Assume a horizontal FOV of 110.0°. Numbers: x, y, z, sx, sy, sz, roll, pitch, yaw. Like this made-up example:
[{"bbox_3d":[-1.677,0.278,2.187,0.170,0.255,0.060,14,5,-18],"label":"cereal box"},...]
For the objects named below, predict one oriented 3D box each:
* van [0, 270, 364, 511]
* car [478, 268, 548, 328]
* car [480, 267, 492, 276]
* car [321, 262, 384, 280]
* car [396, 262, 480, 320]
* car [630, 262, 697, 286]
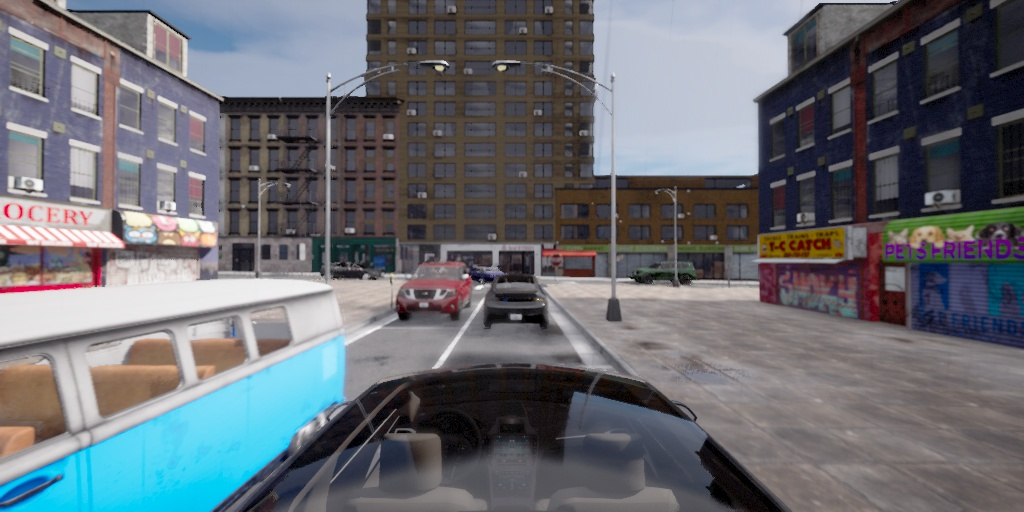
[{"bbox_3d":[-2.639,1.095,2.273,1.690,1.789,3.998,0,0,0],"label":"van"},{"bbox_3d":[0.112,1.333,11.747,1.837,1.490,4.892,0,0,0],"label":"car"},{"bbox_3d":[-2.194,1.536,28.597,1.895,1.301,4.718,1,0,-32],"label":"car"},{"bbox_3d":[-12.865,1.255,29.017,4.892,1.490,1.837,3,-1,0],"label":"car"},{"bbox_3d":[-2.620,1.150,13.162,2.192,1.841,5.009,0,0,0],"label":"car"},{"bbox_3d":[13.478,1.507,32.037,5.566,2.045,2.150,1,-1,0],"label":"car"}]
